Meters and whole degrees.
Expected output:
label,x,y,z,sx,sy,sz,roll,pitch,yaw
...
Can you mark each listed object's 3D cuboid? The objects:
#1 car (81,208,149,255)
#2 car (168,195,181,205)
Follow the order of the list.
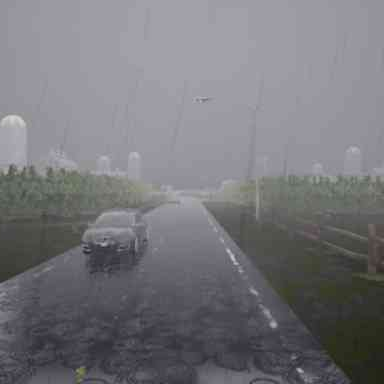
label,x,y,z,sx,sy,sz,roll,pitch,yaw
car,-2.860,1.457,13.215,1.837,1.490,4.892,0,0,0
car,-2.851,1.356,54.559,1.837,1.490,4.892,0,0,0
